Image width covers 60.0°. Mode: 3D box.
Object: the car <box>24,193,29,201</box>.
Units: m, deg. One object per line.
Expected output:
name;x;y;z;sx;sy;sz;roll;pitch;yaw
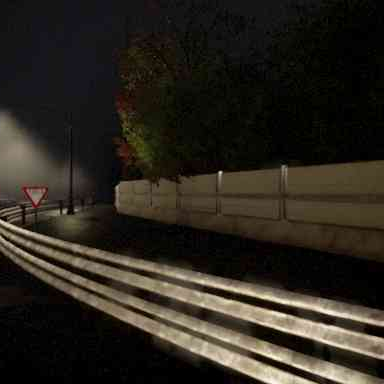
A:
car;-41.129;1.176;84.078;2.150;2.045;5.566;0;0;-32

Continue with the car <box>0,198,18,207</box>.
car;-27.861;1.534;50.316;1.994;1.385;4.181;0;0;-12
